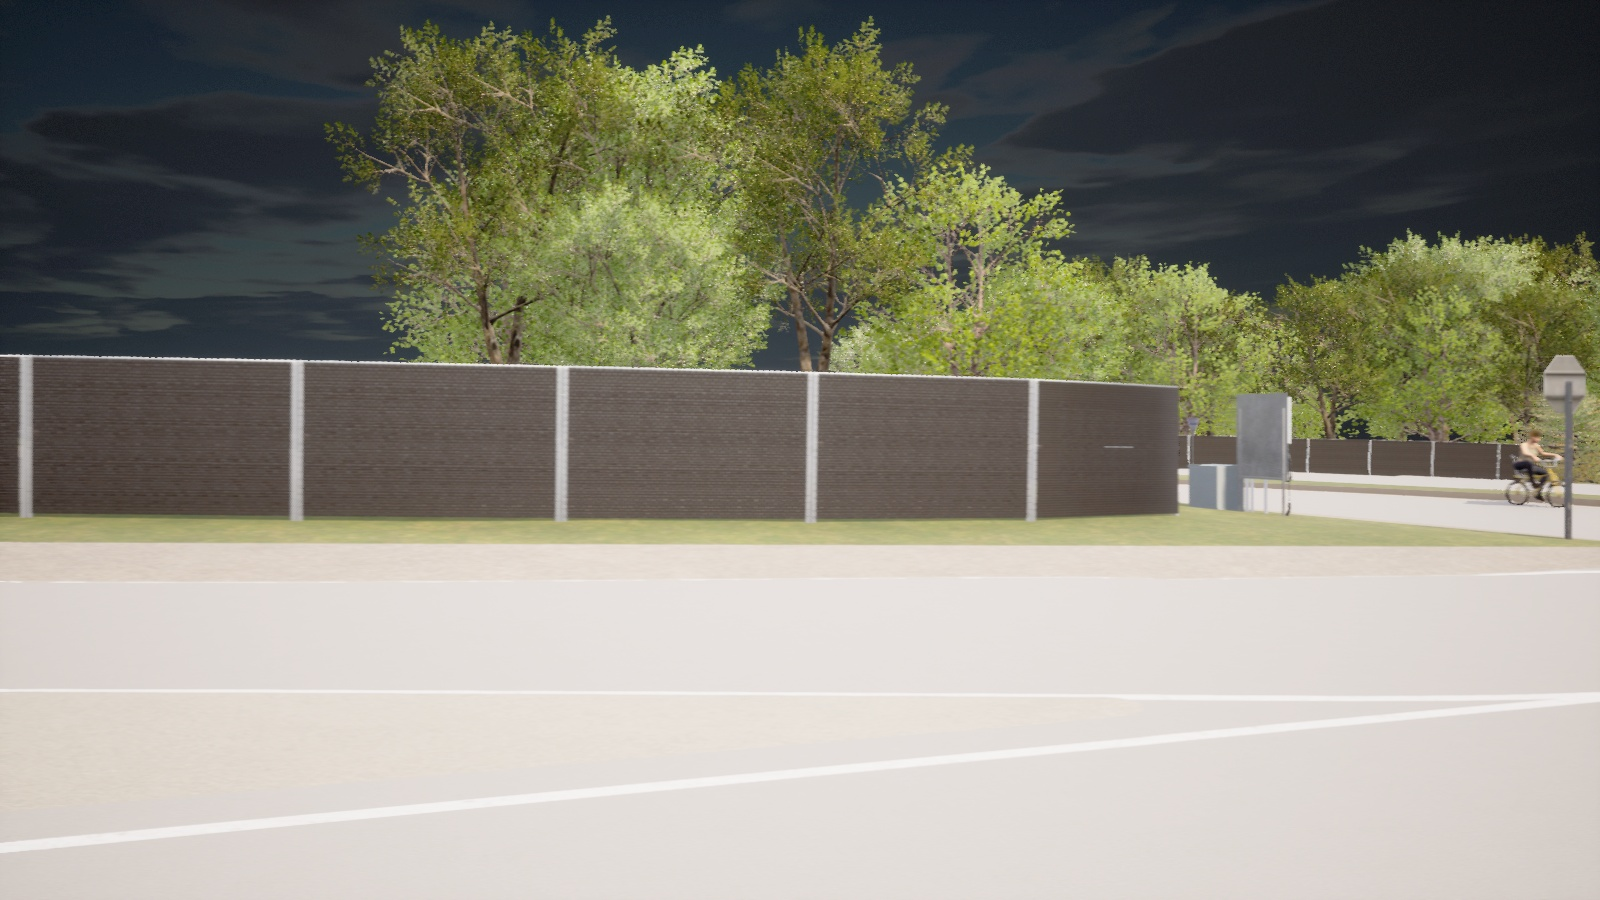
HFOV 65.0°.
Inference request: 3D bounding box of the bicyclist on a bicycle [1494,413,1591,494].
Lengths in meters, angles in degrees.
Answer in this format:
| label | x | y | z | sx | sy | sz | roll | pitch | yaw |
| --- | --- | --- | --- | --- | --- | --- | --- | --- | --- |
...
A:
| label | x | y | z | sx | sy | sz | roll | pitch | yaw |
| --- | --- | --- | --- | --- | --- | --- | --- | --- | --- |
| bicyclist on a bicycle | 15.426 | 0.054 | 26.132 | 0.866 | 1.612 | 1.509 | -2 | 1 | -21 |
